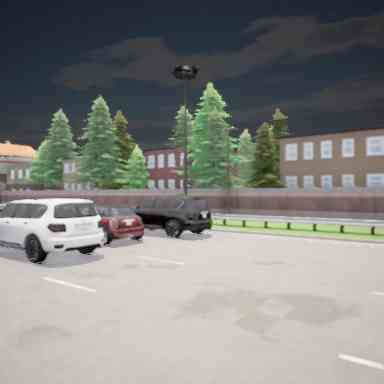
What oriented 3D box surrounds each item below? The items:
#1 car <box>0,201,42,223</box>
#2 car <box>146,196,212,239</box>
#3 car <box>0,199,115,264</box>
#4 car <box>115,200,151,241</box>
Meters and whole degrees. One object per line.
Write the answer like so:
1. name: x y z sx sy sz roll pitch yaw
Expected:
1. car: -14.694 1.578 27.304 4.902 1.511 2.128 0 0 36
2. car: -1.557 1.259 17.921 5.566 2.045 2.150 0 0 36
3. car: -5.636 1.259 12.234 5.566 2.045 2.150 0 0 36
4. car: -4.452 1.390 15.698 4.553 1.767 2.097 0 0 36
